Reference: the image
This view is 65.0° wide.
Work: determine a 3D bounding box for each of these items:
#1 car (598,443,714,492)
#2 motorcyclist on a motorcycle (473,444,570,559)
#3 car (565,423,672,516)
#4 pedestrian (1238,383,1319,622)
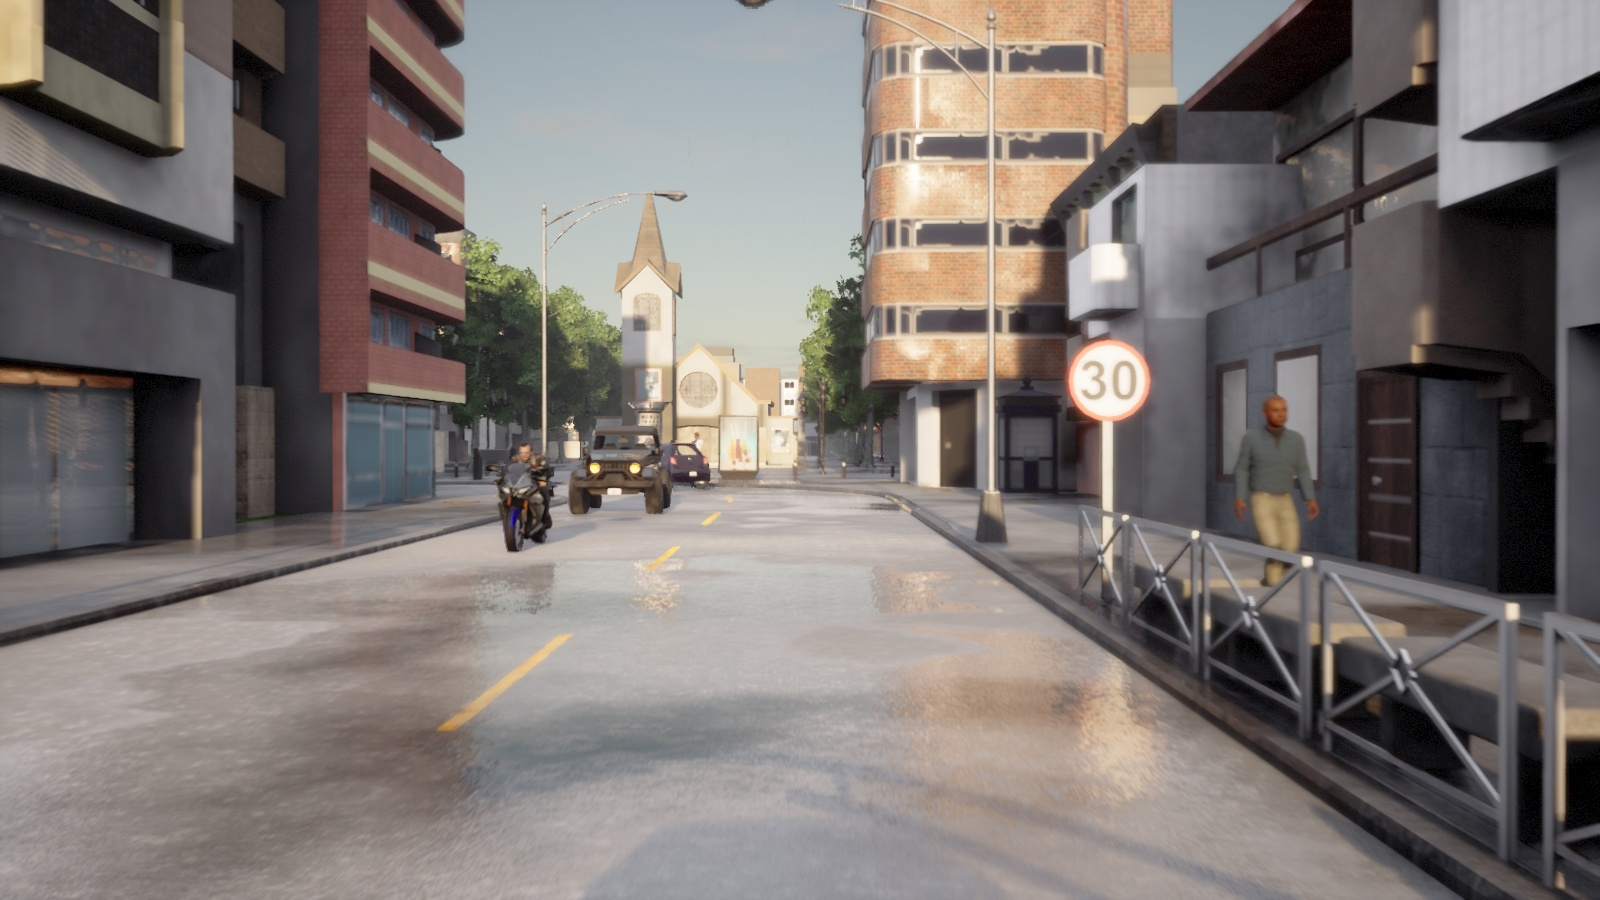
[{"bbox_3d":[-4.641,0.532,40.172,1.845,1.501,3.633,0,0,-45],"label":"car"},{"bbox_3d":[-3.892,0.678,17.747,0.866,1.530,2.191,0,0,0],"label":"motorcyclist on a motorcycle"},{"bbox_3d":[-3.860,0.386,27.274,1.905,1.878,3.866,0,0,-2],"label":"car"},{"bbox_3d":[3.795,0.401,9.992,0.370,1.835,0.726,0,0,1],"label":"pedestrian"}]
